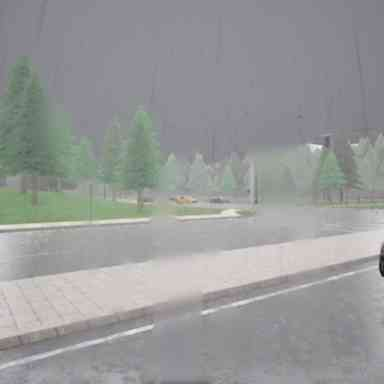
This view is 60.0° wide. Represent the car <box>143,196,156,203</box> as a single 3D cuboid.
[{"bbox_3d":[-9.492,1.577,70.197,1.895,1.301,4.718,0,0,-35],"label":"car"}]

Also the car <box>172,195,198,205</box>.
[{"bbox_3d":[-0.843,1.462,57.722,1.882,1.535,5.008,0,0,-35],"label":"car"}]

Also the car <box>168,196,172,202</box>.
[{"bbox_3d":[-3.650,1.503,74.057,1.812,1.442,4.674,0,0,-35],"label":"car"}]

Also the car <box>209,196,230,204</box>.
[{"bbox_3d":[5.018,1.507,61.575,1.812,1.442,4.674,0,0,-35],"label":"car"}]

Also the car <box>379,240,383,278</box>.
[{"bbox_3d":[6.934,1.347,8.733,4.553,1.767,2.097,0,0,-35],"label":"car"}]
